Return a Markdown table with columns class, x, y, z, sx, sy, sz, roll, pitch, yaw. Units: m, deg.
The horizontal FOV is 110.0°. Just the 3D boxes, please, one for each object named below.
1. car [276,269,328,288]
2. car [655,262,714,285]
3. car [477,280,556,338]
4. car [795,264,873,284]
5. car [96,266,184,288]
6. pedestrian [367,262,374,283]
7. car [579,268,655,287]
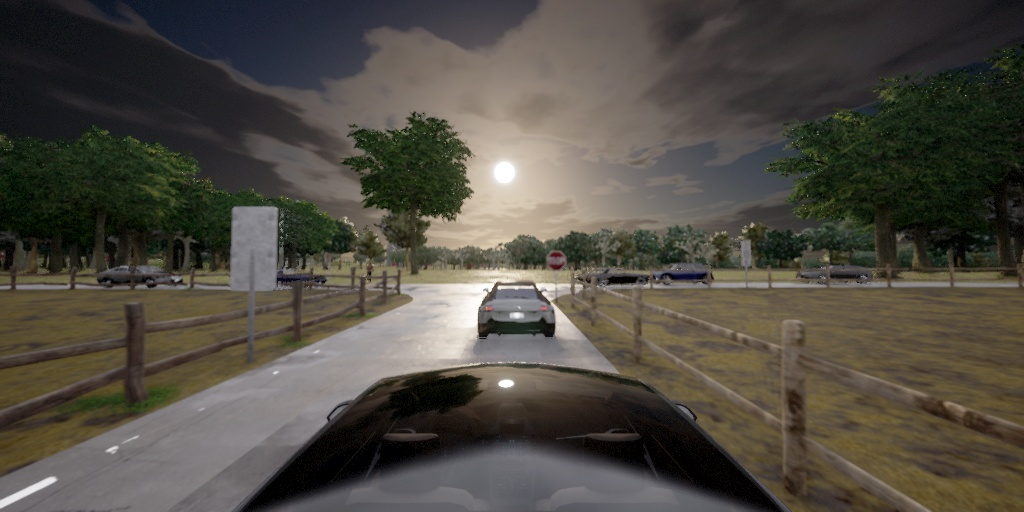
| class | x | y | z | sx | sy | sz | roll | pitch | yaw |
| --- | --- | --- | --- | --- | --- | --- | --- | --- | --- |
| car | -15.406 | 1.534 | 24.764 | 4.718 | 1.301 | 1.895 | 0 | -2 | 1 |
| car | 12.902 | 1.294 | 27.717 | 4.553 | 1.767 | 2.097 | 0 | -2 | -1 |
| car | 0.091 | 1.385 | 10.410 | 1.994 | 1.385 | 4.181 | 0 | -1 | -1 |
| car | 24.621 | 1.387 | 27.554 | 4.892 | 1.490 | 1.837 | 0 | -2 | 3 |
| car | -25.550 | 1.422 | 24.778 | 4.902 | 1.511 | 2.128 | 0 | -2 | 0 |
| pedestrian | -12.178 | 1.393 | 30.786 | 0.375 | 1.860 | 0.375 | 0 | -2 | 0 |
| car | 7.115 | 1.473 | 24.849 | 4.718 | 1.301 | 1.895 | 0 | -2 | -16 |
